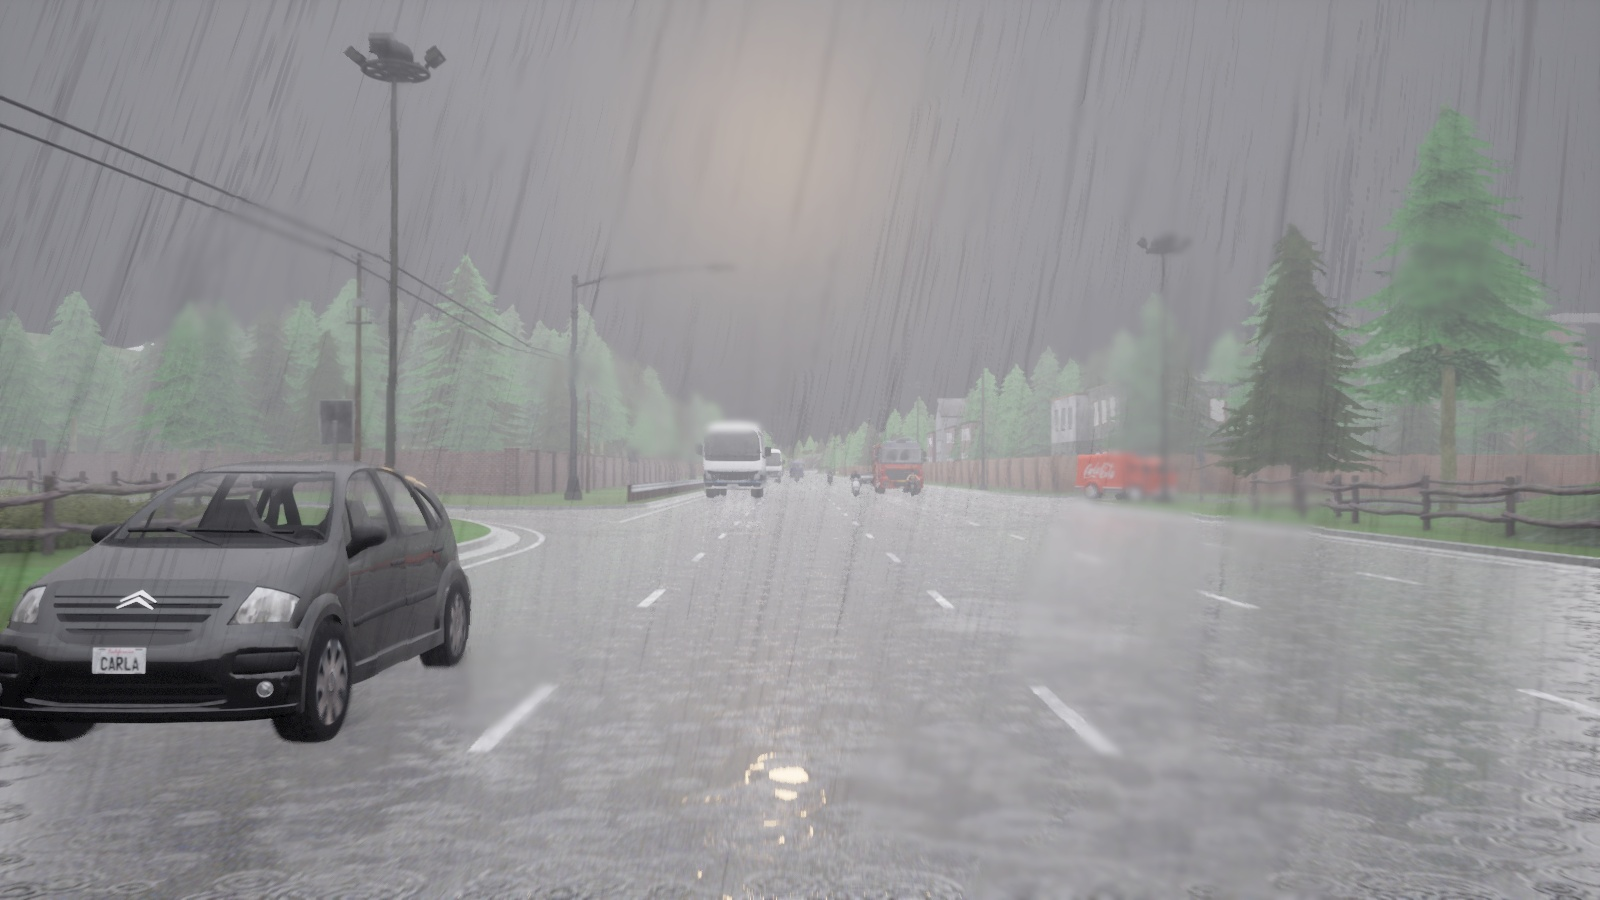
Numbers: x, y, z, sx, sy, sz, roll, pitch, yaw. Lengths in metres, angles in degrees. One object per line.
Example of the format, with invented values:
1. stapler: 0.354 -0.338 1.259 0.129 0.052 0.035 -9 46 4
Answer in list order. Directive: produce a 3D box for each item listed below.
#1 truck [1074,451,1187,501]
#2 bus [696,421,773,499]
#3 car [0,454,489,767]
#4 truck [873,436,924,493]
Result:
1. truck: 16.986 1.303 64.821 2.627 2.467 5.204 0 -1 -33
2. bus: -3.684 0.637 73.415 3.944 4.253 10.273 0 -1 0
3. car: -3.522 0.863 8.504 1.851 1.617 3.988 0 -1 0
4. truck: 6.782 1.036 87.612 2.891 3.827 8.468 0 -1 0
